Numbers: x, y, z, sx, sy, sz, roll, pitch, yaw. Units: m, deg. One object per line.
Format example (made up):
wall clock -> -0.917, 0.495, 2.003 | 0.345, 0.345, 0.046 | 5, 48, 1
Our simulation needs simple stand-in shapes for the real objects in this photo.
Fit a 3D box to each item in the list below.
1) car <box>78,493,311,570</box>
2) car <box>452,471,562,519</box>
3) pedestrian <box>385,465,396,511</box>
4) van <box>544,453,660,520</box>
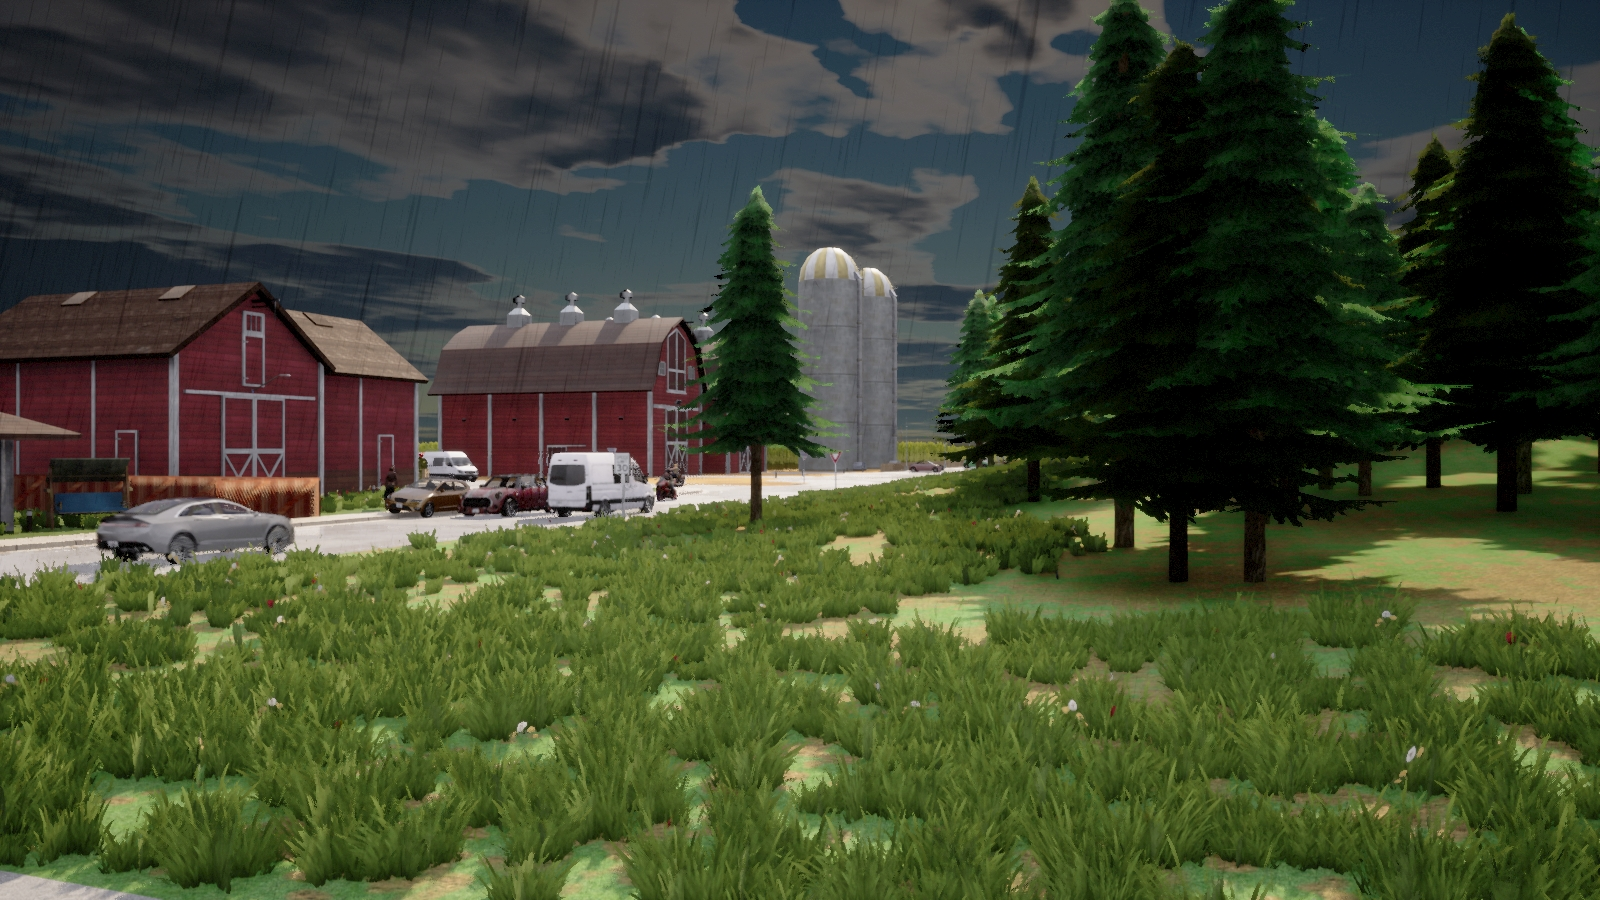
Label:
car -> -14.657, 1.908, 28.039 | 2.128, 1.511, 4.902 | 0, 0, 20
car -> -11.772, 1.766, 46.239 | 2.097, 1.767, 4.553 | 0, 0, 20
pedestrian -> -16.913, 1.555, 47.158 | 0.375, 1.860, 0.375 | 0, 0, -29
van -> -7.943, 1.394, 46.533 | 1.988, 2.561, 5.915 | 0, 0, 20
